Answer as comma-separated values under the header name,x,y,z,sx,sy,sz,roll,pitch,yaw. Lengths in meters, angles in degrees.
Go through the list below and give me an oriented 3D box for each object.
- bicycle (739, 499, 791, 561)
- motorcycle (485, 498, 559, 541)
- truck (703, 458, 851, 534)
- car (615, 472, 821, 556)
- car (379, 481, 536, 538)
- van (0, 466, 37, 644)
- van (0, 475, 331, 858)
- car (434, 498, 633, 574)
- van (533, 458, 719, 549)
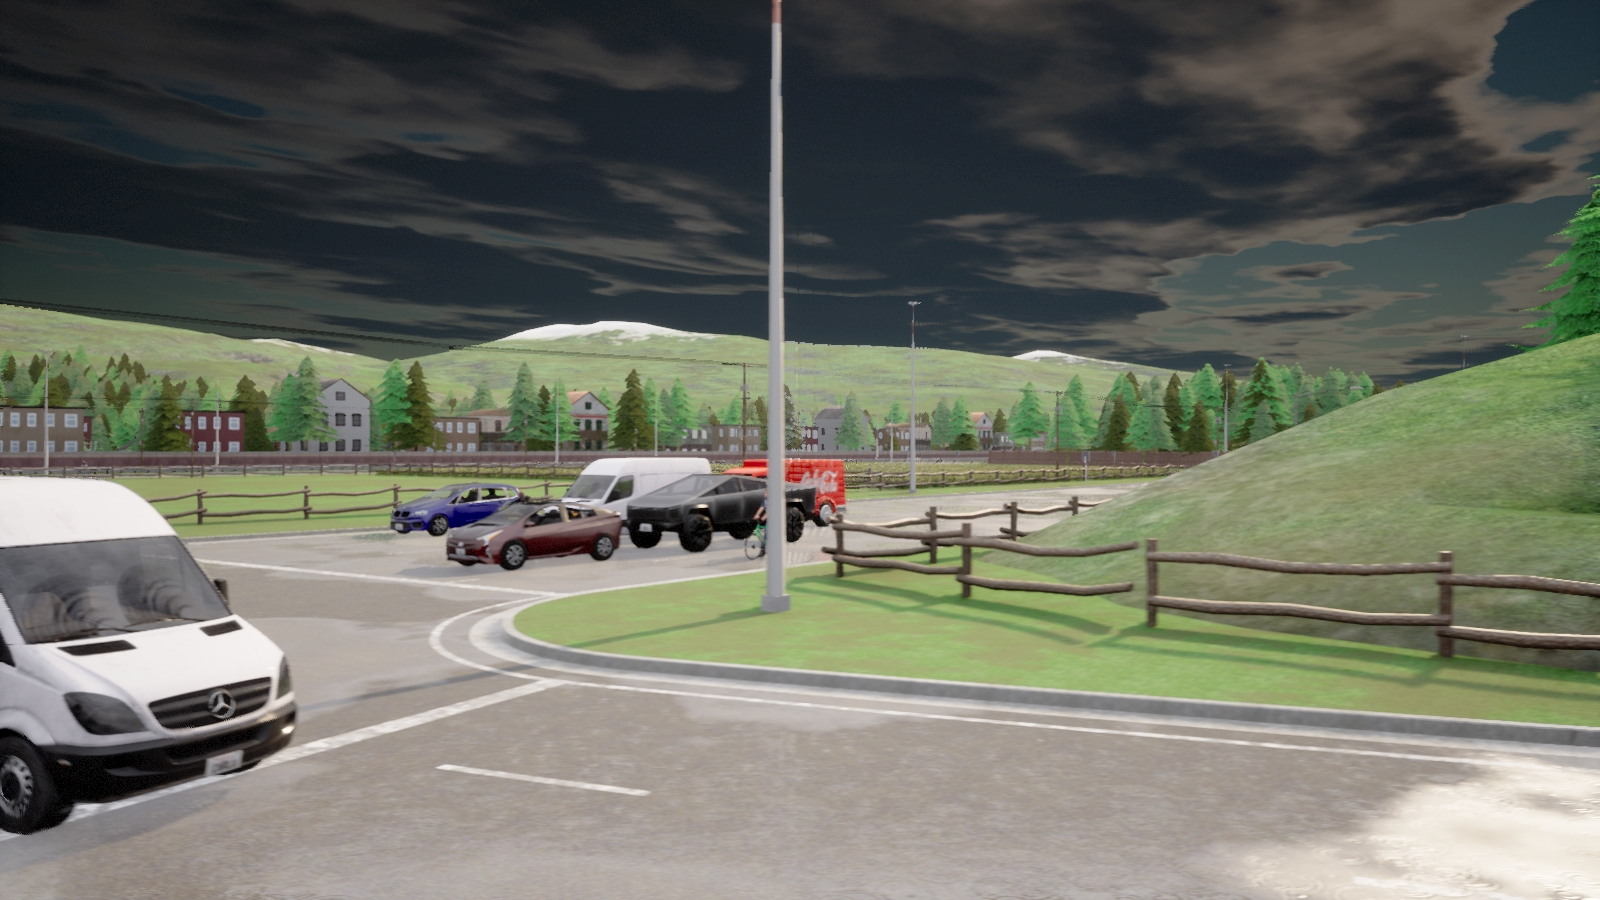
name,x,y,z,sx,sy,sz,roll,pitch,yaw
bicycle,-0.891,2.055,29.542,0.373,1.496,1.643,0,0,39
motorcycle,-8.836,2.201,36.424,0.867,1.251,2.209,0,0,39
truck,-0.752,1.565,41.129,2.627,2.467,5.204,0,0,38
car,-2.250,1.752,33.459,2.390,2.098,6.274,0,0,38
car,-11.516,1.963,38.675,2.242,1.667,4.611,0,0,39
van,-14.414,1.528,17.556,5.915,2.561,1.988,0,0,29
van,-7.071,1.532,10.019,5.915,2.561,1.988,0,0,25
car,-6.456,2.037,28.143,2.007,1.525,4.514,0,0,38
van,-5.249,1.532,35.320,1.988,2.561,5.915,0,0,38
